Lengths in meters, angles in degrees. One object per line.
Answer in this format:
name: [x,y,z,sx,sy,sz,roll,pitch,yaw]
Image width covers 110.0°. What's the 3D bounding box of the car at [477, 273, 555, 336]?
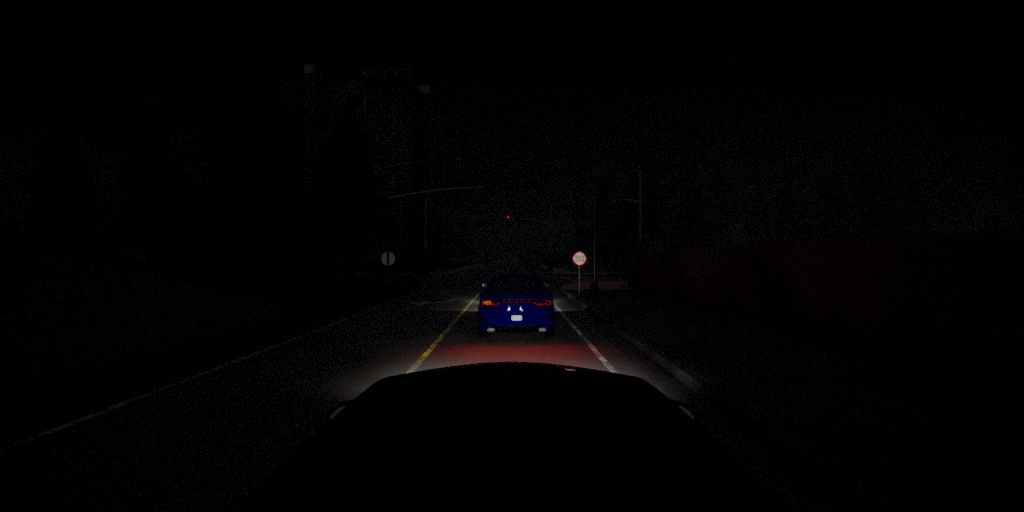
car: [0.100,1.228,10.458,1.882,1.535,5.008,0,0,0]
